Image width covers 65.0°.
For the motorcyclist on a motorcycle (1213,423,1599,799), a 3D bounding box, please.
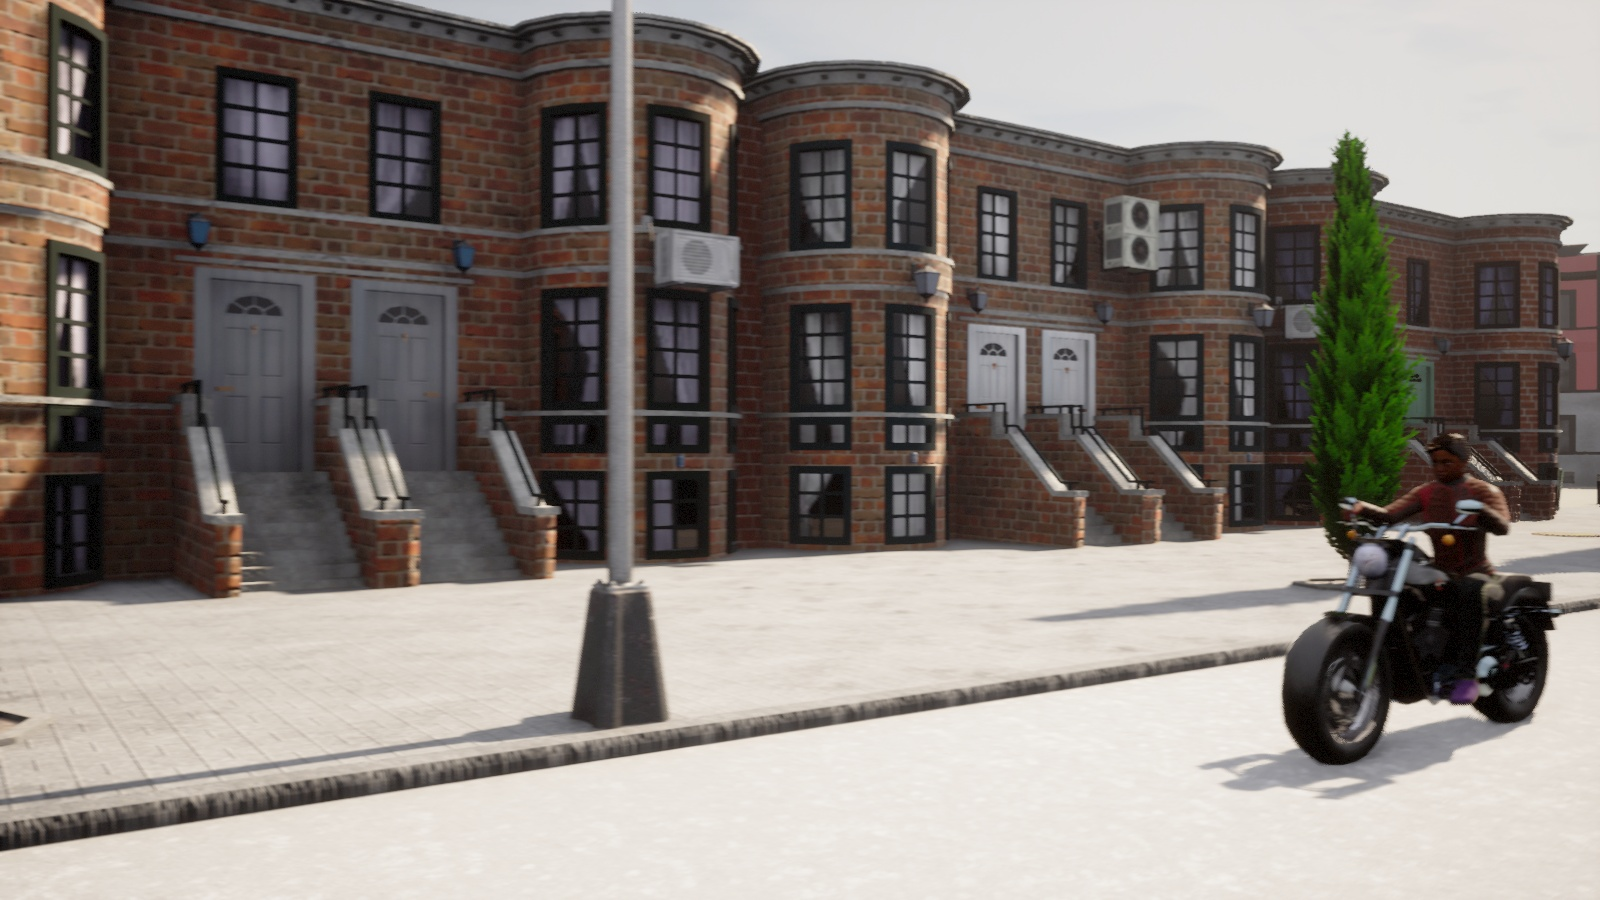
[{"bbox_3d":[3.210,0.704,6.502,2.350,1.649,0.766,0,0,-35],"label":"motorcyclist on a motorcycle"}]
